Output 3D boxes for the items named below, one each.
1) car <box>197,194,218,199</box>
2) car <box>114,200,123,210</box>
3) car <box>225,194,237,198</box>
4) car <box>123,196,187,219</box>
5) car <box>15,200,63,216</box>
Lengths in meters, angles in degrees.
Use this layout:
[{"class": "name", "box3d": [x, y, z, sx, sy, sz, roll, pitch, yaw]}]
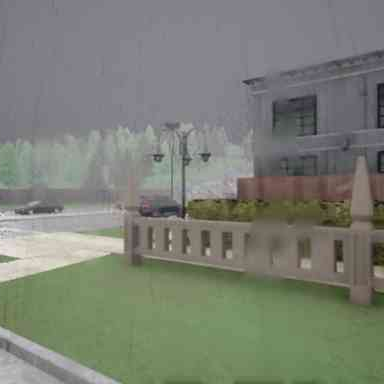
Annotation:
[{"class": "car", "box3d": [2.822, 1.442, 61.556, 2.150, 2.045, 5.566, 0, 0, 36]}, {"class": "car", "box3d": [-8.563, 1.540, 46.020, 2.097, 1.767, 4.553, 0, 0, 36]}, {"class": "car", "box3d": [7.323, 1.357, 54.122, 2.150, 2.045, 5.566, 0, 0, 36]}, {"class": "car", "box3d": [-2.774, 1.324, 28.181, 2.150, 2.045, 5.566, 0, 0, 36]}, {"class": "car", "box3d": [-16.222, 1.693, 35.469, 1.837, 1.490, 4.892, 0, 0, 36]}]
